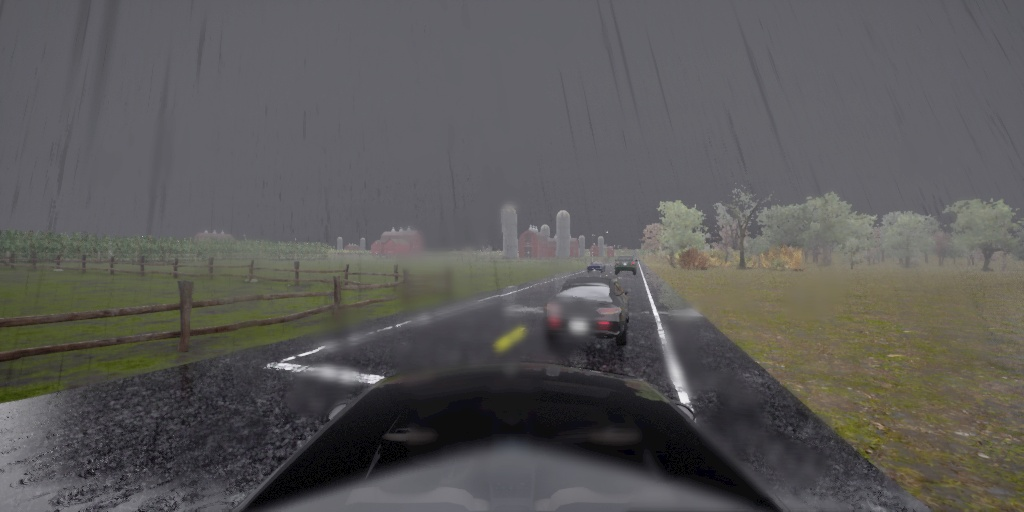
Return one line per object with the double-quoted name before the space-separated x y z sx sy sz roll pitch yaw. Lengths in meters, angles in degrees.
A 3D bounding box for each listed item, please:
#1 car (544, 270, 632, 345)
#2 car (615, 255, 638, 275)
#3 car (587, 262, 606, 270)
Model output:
"car" 2.127 1.274 9.532 1.812 1.442 4.674 0 0 19
"car" 12.553 0.961 39.473 2.150 2.045 5.566 0 0 20
"car" 10.340 1.340 43.910 1.895 1.301 4.718 0 0 19
